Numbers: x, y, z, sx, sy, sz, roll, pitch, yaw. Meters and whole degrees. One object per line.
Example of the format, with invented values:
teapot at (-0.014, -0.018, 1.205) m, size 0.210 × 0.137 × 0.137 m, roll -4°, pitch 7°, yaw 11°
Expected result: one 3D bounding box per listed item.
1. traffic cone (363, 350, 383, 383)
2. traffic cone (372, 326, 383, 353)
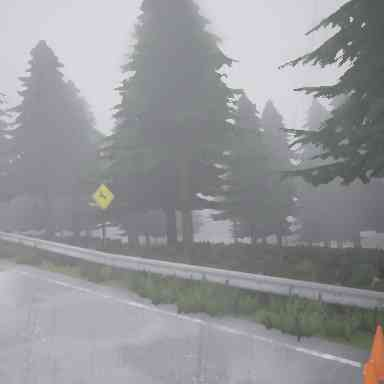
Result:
traffic cone at (1.777, 1.956, 3.283) m, size 0.340 × 0.580 × 0.340 m, roll 0°, pitch 0°, yaw 34°
traffic cone at (2.323, 1.956, 4.118) m, size 0.340 × 0.580 × 0.340 m, roll 0°, pitch 0°, yaw 34°
